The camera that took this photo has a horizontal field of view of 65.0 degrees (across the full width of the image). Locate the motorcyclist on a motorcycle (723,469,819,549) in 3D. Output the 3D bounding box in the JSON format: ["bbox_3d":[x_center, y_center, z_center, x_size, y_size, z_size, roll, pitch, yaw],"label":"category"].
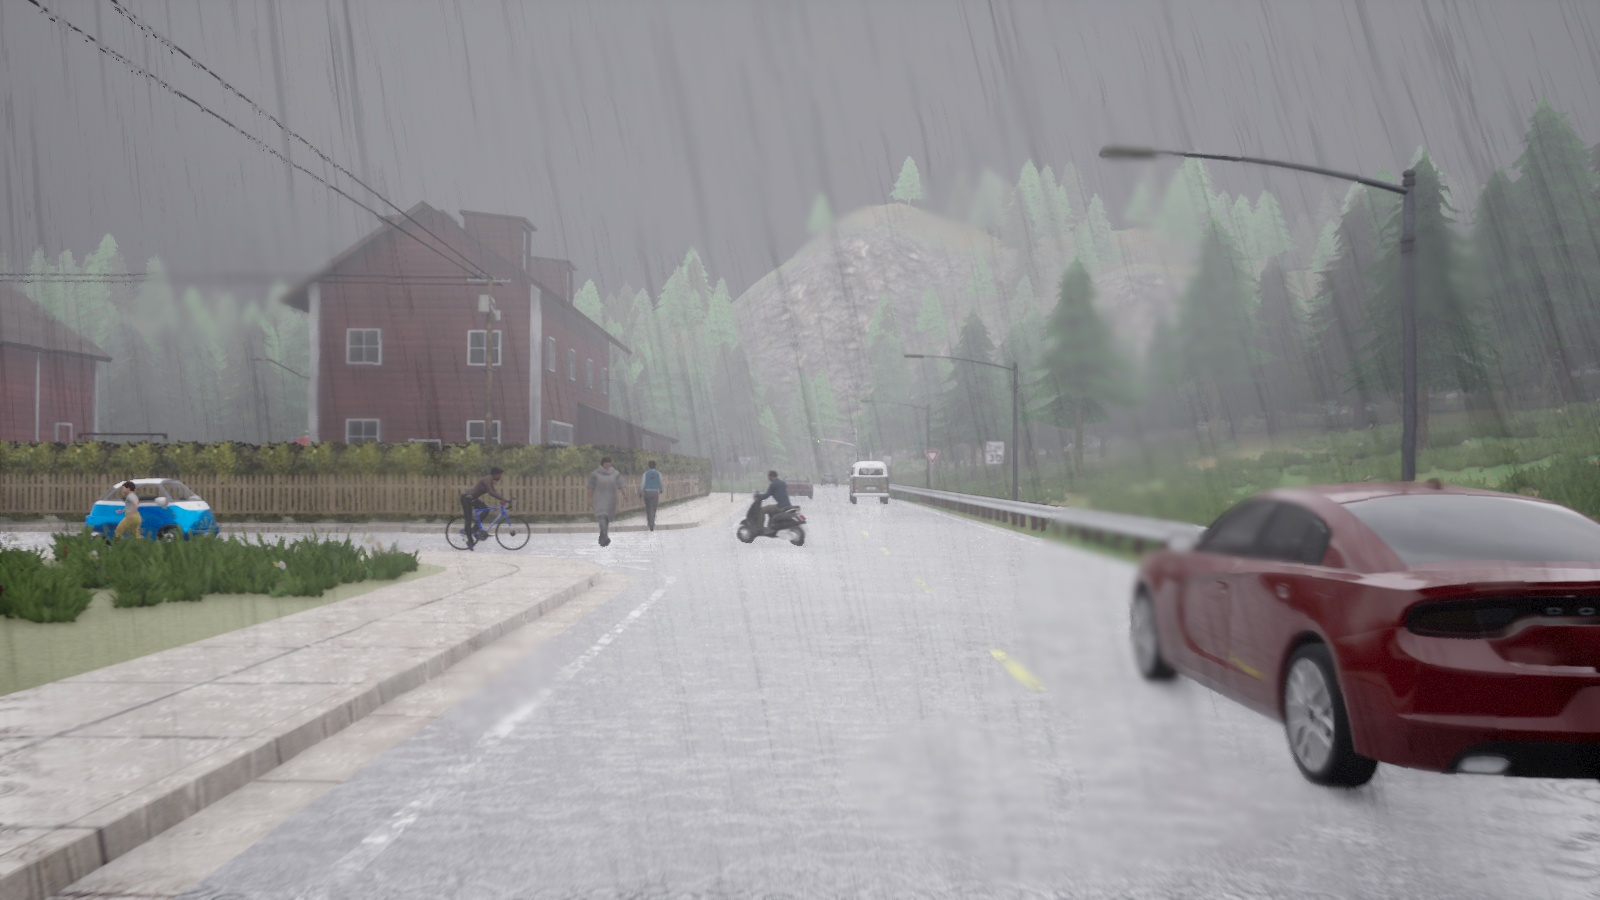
[{"bbox_3d":[-0.619,1.225,26.559,1.817,1.590,0.866,-1,1,34],"label":"motorcyclist on a motorcycle"}]

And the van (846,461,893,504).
[{"bbox_3d":[3.350,1.573,61.328,2.069,2.038,4.480,0,-1,0],"label":"van"}]

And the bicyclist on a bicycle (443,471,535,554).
[{"bbox_3d":[-6.081,1.213,24.590,1.656,1.620,0.582,0,-1,-3],"label":"bicyclist on a bicycle"}]

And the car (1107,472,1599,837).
[{"bbox_3d":[3.481,0.913,7.838,1.882,1.535,5.008,0,-1,0],"label":"car"}]

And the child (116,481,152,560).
[{"bbox_3d":[-10.861,1.144,20.481,0.437,1.263,0.270,0,-1,-6],"label":"child"}]

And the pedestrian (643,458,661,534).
[{"bbox_3d":[-3.775,1.164,32.064,0.396,1.930,0.692,0,-1,-3],"label":"pedestrian"}]

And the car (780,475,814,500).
[{"bbox_3d":[-0.168,2.118,71.495,1.895,1.301,4.718,0,0,0],"label":"car"}]

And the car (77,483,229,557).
[{"bbox_3d":[-12.595,1.341,24.532,2.207,1.376,1.481,0,-1,0],"label":"car"}]

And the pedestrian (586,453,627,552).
[{"bbox_3d":[-3.943,1.053,25.537,0.659,1.952,0.873,0,-1,-21],"label":"pedestrian"}]
